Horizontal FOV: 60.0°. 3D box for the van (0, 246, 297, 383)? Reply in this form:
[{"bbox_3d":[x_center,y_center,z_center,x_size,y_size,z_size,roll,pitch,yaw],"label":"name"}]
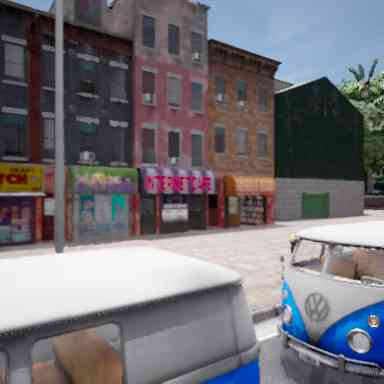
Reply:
[{"bbox_3d":[-1.420,1.341,1.798,3.998,1.788,1.690,0,0,-35],"label":"van"}]

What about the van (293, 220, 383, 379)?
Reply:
[{"bbox_3d":[3.029,1.340,4.971,3.998,1.788,1.690,0,0,-35],"label":"van"}]
